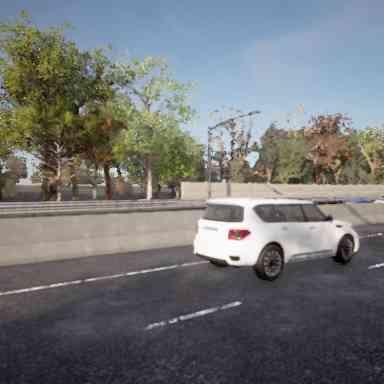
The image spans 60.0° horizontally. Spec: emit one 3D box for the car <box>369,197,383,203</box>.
[{"bbox_3d":[25.250,1.423,43.470,4.674,1.442,1.812,0,0,-35],"label":"car"}]

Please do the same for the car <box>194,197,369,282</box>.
[{"bbox_3d":[2.688,1.196,10.012,5.566,2.045,2.150,1,0,-34],"label":"car"}]

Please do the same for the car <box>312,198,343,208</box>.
[{"bbox_3d":[19.561,1.501,47.982,4.718,1.301,1.895,0,0,-36],"label":"car"}]
